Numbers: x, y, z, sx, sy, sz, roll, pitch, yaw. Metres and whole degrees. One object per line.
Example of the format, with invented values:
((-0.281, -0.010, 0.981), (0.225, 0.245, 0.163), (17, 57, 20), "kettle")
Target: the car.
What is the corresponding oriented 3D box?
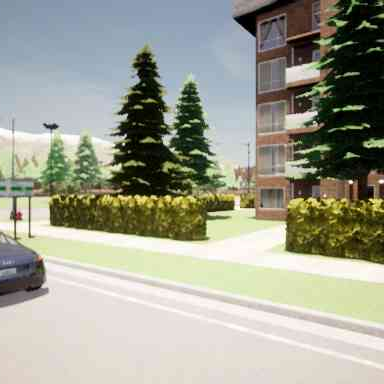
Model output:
((-5.252, 1.542, 7.711), (4.181, 1.385, 1.994), (0, 0, 36), "car")
